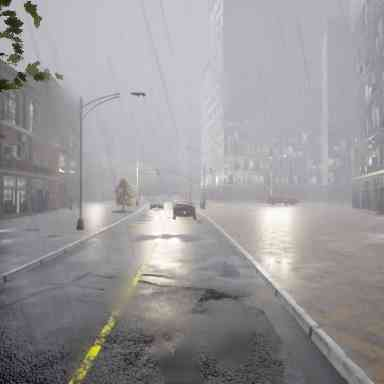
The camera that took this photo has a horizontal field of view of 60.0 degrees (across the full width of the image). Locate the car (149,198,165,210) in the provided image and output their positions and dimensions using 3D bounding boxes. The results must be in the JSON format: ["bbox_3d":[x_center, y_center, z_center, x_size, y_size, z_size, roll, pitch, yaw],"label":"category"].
[{"bbox_3d":[-4.557,1.550,43.470,2.033,1.411,5.357,0,0,-5],"label":"car"}]

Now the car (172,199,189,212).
[{"bbox_3d":[-1.490,1.607,40.679,1.895,1.301,4.718,0,0,-4],"label":"car"}]

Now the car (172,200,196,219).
[{"bbox_3d":[-0.704,1.482,28.878,1.882,1.535,5.008,0,0,-3],"label":"car"}]

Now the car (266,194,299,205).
[{"bbox_3d":[13.957,1.201,51.535,5.009,1.841,2.192,0,-1,15],"label":"car"}]
